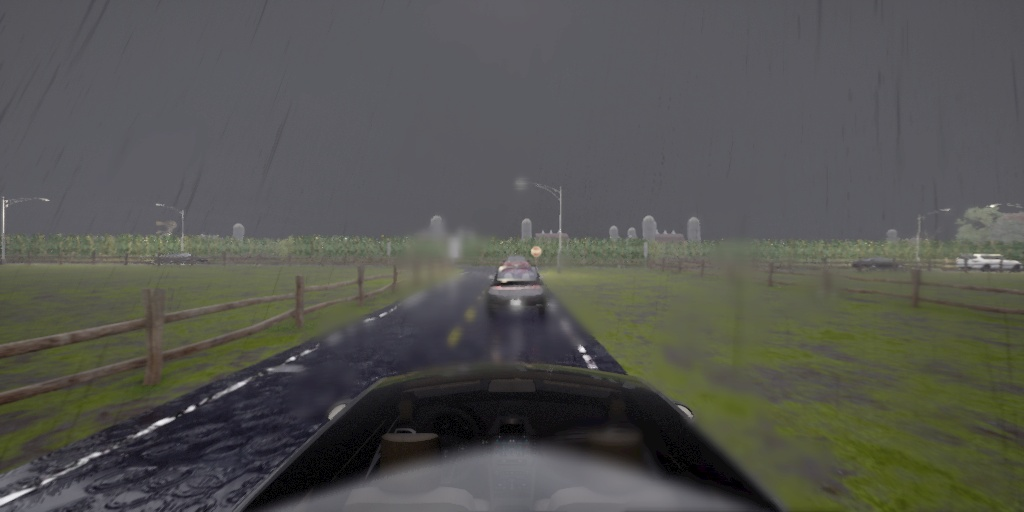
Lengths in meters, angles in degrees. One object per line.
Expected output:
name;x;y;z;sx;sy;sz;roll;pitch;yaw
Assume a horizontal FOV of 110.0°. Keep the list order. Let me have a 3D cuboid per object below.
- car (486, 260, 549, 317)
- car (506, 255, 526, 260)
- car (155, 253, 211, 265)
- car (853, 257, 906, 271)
car;0.180;1.074;12.324;2.128;1.511;4.902;0;1;1
car;0.307;0.683;28.032;2.097;1.767;4.553;0;1;0
car;-39.035;0.354;42.518;5.357;1.411;2.033;0;0;1
car;42.509;0.942;41.482;5.008;1.535;1.882;1;0;1
